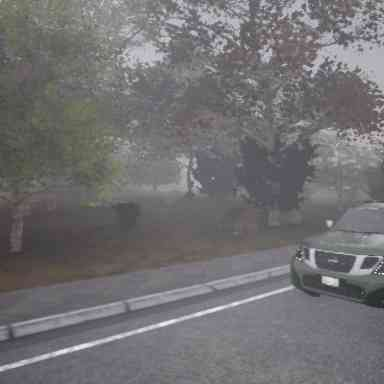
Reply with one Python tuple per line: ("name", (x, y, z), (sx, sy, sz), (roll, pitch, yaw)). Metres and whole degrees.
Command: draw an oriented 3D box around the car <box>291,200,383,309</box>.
("car", (4.631, 1.235, 7.628), (5.566, 2.045, 2.150), (0, 0, -38))
